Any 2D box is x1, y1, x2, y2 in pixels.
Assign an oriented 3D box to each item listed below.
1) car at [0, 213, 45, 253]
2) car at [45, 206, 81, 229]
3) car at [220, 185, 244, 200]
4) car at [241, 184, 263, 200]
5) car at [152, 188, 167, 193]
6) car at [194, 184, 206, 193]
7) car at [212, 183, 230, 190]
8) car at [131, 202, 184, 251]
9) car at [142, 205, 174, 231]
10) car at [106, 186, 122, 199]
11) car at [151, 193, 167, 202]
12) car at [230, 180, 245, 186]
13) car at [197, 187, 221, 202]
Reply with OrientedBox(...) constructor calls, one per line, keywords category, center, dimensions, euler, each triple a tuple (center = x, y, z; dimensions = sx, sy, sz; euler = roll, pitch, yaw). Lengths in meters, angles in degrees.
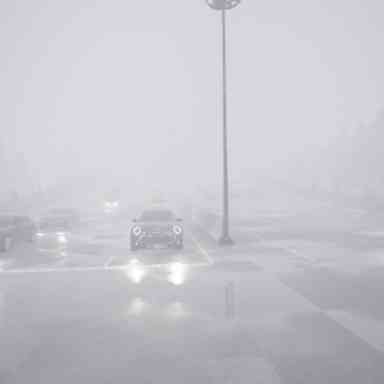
OrientedBox(category="car", center=(-8.583, 1.762, 15.018), dimensions=(1.837, 1.490, 4.892), euler=(-1, -1, -6))
OrientedBox(category="car", center=(-9.479, 1.828, 24.223), dimensions=(1.837, 1.490, 4.892), euler=(-1, 0, -5))
OrientedBox(category="car", center=(5.878, 0.286, 49.677), dimensions=(1.882, 1.535, 5.008), euler=(-1, 6, -5))
OrientedBox(category="car", center=(9.298, 0.180, 50.675), dimensions=(1.882, 1.535, 5.008), euler=(-1, 6, -5))
OrientedBox(category="car", center=(-4.682, 0.304, 48.315), dimensions=(2.097, 1.767, 4.553), euler=(0, 6, -5))
OrientedBox(category="car", center=(1.458, -0.687, 58.226), dimensions=(1.882, 1.535, 5.008), euler=(-1, 7, -5))
OrientedBox(category="car", center=(4.905, -0.892, 60.034), dimensions=(1.882, 1.535, 5.008), euler=(-1, 7, -5))
OrientedBox(category="car", center=(-1.547, 1.530, 14.996), dimensions=(2.097, 1.767, 4.553), euler=(-1, -1, -6))
OrientedBox(category="car", center=(-2.464, 1.806, 24.381), dimensions=(2.033, 1.411, 5.357), euler=(-1, 0, -6))
OrientedBox(category="car", center=(-11.937, -0.028, 51.123), dimensions=(2.128, 1.511, 4.902), euler=(-1, 7, -5))
OrientedBox(category="car", center=(-3.429, 1.359, 34.456), dimensions=(2.097, 1.767, 4.553), euler=(-1, 3, -5))
OrientedBox(category="car", center=(8.234, -1.260, 61.016), dimensions=(2.150, 2.045, 5.566), euler=(-1, 7, -5))
OrientedBox(category="car", center=(2.434, 0.549, 47.834), dimensions=(2.033, 1.411, 5.357), euler=(-1, 6, -5))
